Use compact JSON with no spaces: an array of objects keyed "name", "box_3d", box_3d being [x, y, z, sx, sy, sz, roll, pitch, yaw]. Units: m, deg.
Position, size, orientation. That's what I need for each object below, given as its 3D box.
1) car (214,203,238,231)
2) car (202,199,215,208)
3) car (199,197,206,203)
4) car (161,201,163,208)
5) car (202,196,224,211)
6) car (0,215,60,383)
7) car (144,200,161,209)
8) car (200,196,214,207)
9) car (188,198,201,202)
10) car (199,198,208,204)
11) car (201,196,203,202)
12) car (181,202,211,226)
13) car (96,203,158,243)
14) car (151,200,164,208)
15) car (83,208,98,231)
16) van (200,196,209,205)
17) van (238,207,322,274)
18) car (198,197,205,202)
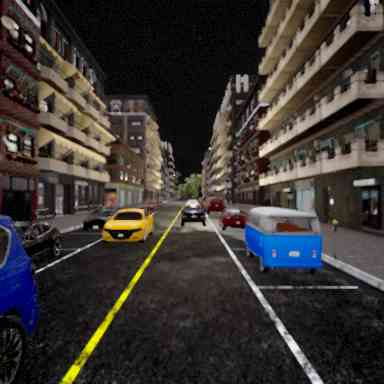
[{"name":"car","box_3d":[2.702,1.696,21.770,1.887,1.381,4.507,1,0,0]},{"name":"car","box_3d":[2.703,1.910,55.366,1.752,1.417,4.829,1,0,0]},{"name":"car","box_3d":[2.703,2.145,88.793,1.752,1.417,4.829,1,0,0]},{"name":"car","box_3d":[-5.678,1.928,49.665,1.802,1.307,4.206,1,0,0]},{"name":"car","box_3d":[2.705,1.582,38.485,2.192,1.841,5.009,1,0,0]},{"name":"car","box_3d":[-3.088,1.239,2.125,2.150,2.045,5.566,0,-1,0]},{"name":"car","box_3d":[-5.678,1.852,44.095,1.887,1.381,4.507,1,0,0]},{"name":"car","box_3d":[2.706,1.738,60.769,2.192,1.841,5.009,1,0,0]},{"name":"car","box_3d":[0.103,1.847,46.224,1.812,1.442,4.674,0,-1,0]},{"name":"car","box_3d":[2.703,2.091,77.480,2.008,1.369,4.403,1,0,0]},{"name":"car","box_3d":[2.705,1.621,44.056,2.192,1.841,5.009,1,0,0]},{"name":"car","box_3d":[0.103,1.723,25.247,2.033,1.411,5.357,0,0,0]},{"name":"car","box_3d":[-3.083,1.596,16.911,1.882,1.535,5.008,0,0,0]},{"name":"car","box_3d":[-5.678,1.967,55.236,1.802,1.307,4.206,1,0,0]},{"name":"car","box_3d":[-5.679,1.718,21.810,1.947,1.339,4.313,1,0,0]},{"name":"van","box_3d":[2.706,1.842,71.911,1.690,1.788,3.998,1,0,0]},{"name":"van","box_3d":[2.704,1.415,10.631,1.690,1.788,3.998,1,0,0]},{"name":"car","box_3d":[2.703,2.240,94.194,1.802,1.307,4.206,1,0,0]}]
